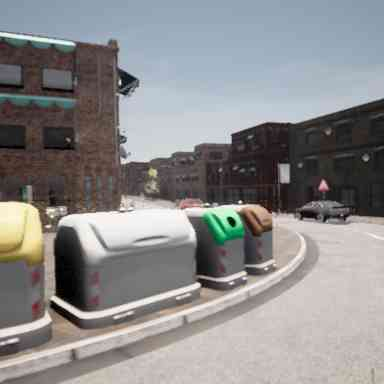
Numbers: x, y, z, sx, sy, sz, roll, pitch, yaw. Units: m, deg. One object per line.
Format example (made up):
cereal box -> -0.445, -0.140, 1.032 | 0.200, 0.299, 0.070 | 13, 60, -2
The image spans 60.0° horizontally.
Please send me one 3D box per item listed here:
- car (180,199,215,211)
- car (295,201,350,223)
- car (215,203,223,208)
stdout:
car -> 0.228, 1.852, 40.121 | 2.150, 2.045, 5.566 | -1, -2, -22
car -> 9.395, 1.412, 24.425 | 2.128, 1.511, 4.902 | -1, -1, -13
car -> 2.725, 2.117, 42.487 | 1.812, 1.442, 4.674 | -2, -1, -21
